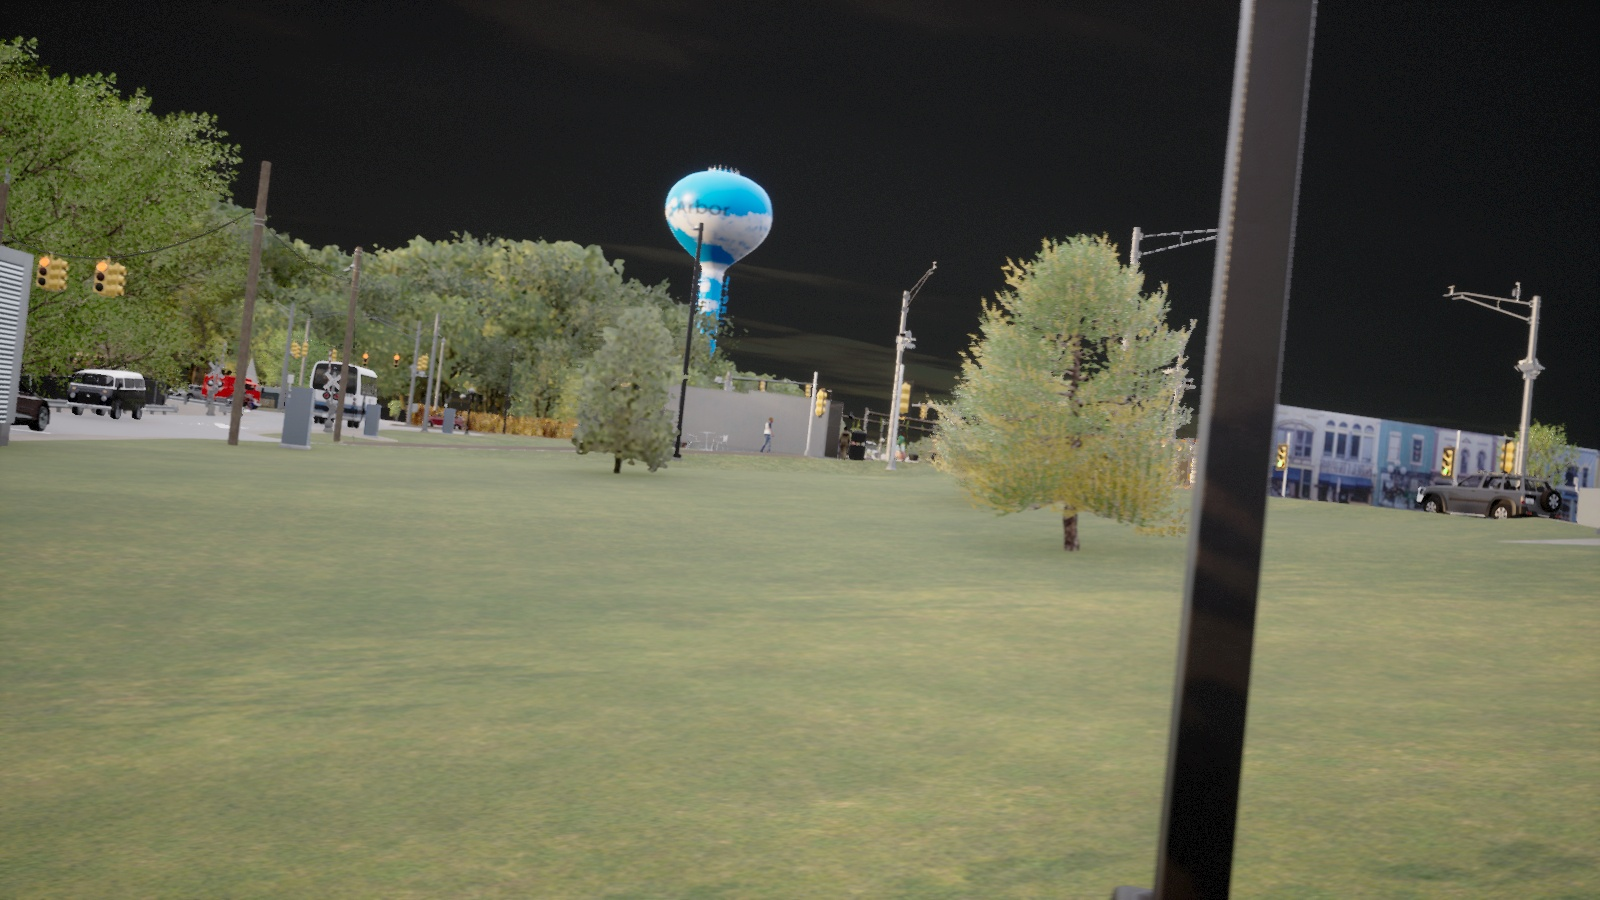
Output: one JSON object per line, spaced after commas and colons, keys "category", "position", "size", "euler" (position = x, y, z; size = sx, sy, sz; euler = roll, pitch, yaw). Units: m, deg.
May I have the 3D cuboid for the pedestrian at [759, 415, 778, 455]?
{"category": "pedestrian", "position": [-1.524, -0.710, 60.469], "size": [0.706, 1.836, 0.354], "euler": [5, -2, -14]}

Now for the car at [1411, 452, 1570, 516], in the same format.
{"category": "car", "position": [24.033, 1.149, 43.910], "size": [1.932, 1.855, 4.605], "euler": [6, -1, -21]}

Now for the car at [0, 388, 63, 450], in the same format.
{"category": "car", "position": [-22.986, -0.938, 35.497], "size": [2.033, 1.649, 4.856], "euler": [6, 0, -10]}

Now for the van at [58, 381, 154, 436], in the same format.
{"category": "van", "position": [-29.584, -1.770, 53.711], "size": [2.069, 2.038, 4.480], "euler": [5, 1, -9]}

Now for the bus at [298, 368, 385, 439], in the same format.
{"category": "bus", "position": [-32.002, -3.150, 88.160], "size": [3.944, 4.253, 10.273], "euler": [6, 0, -12]}

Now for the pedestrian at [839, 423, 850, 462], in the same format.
{"category": "pedestrian", "position": [2.267, -0.375, 64.551], "size": [0.396, 1.930, 0.692], "euler": [5, -2, 2]}

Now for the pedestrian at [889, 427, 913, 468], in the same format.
{"category": "pedestrian", "position": [5.000, -0.134, 62.382], "size": [0.873, 1.952, 0.659], "euler": [5, -2, -15]}
